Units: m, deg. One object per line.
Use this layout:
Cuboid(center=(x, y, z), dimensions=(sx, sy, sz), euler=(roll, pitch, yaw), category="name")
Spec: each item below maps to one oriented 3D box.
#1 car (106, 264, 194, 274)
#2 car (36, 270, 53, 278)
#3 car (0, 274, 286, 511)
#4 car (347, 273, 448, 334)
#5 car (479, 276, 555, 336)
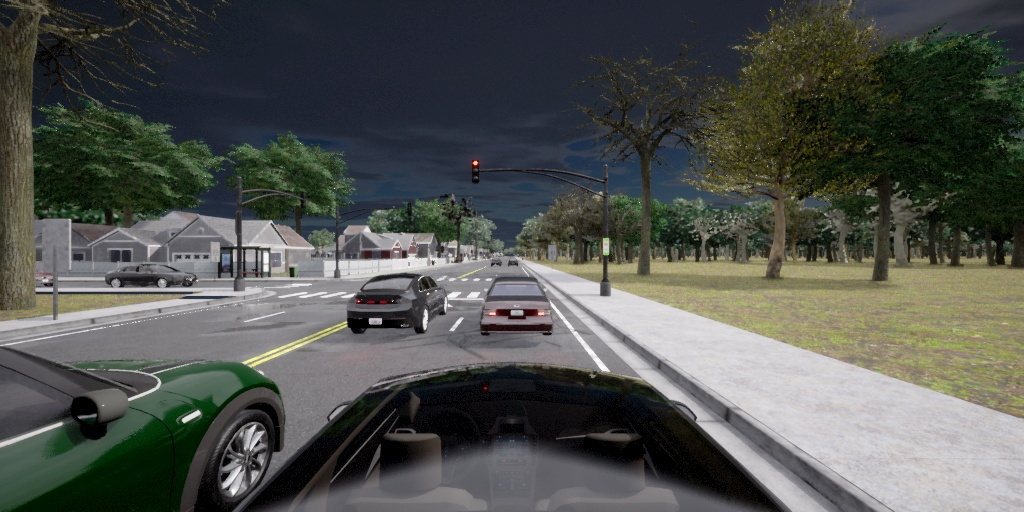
Cuboid(center=(-22.913, 1.285, 22.893), dimensions=(4.892, 1.490, 1.837), euler=(0, 0, 0), category="car")
Cuboid(center=(-32.201, 1.322, 22.967), dimensions=(4.674, 1.442, 1.812), euler=(0, 0, 0), category="car")
Cuboid(center=(-3.148, 1.102, 1.463), dimensions=(2.097, 1.767, 4.553), euler=(0, 0, 0), category="car")
Cuboid(center=(-3.145, 1.254, 10.661), dimensions=(1.837, 1.490, 4.892), euler=(0, 0, 0), category="car")
Cuboid(center=(0.112, 1.297, 10.410), dimensions=(2.033, 1.411, 5.357), euler=(0, 0, 0), category="car")
